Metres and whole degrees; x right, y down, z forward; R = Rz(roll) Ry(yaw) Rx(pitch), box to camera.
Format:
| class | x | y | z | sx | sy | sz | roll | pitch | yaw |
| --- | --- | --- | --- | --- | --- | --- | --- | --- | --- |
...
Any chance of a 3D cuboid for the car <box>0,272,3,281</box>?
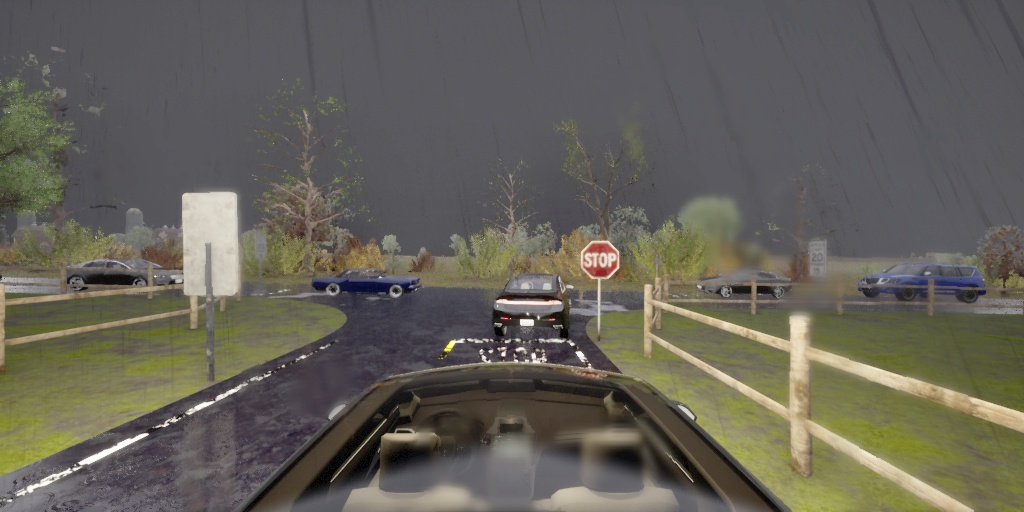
| class | x | y | z | sx | sy | sz | roll | pitch | yaw |
| --- | --- | --- | --- | --- | --- | --- | --- | --- | --- |
| car | -27.784 | 0.717 | 17.280 | 4.674 | 1.442 | 1.812 | 1 | 1 | 0 |

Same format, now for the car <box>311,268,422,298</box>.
| class | x | y | z | sx | sy | sz | roll | pitch | yaw |
| --- | --- | --- | --- | --- | --- | --- | --- | --- | --- |
| car | -6.812 | 1.248 | 17.242 | 4.718 | 1.301 | 1.895 | 1 | 1 | 0 |

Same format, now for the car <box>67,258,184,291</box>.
| class | x | y | z | sx | sy | sz | roll | pitch | yaw |
| --- | --- | --- | --- | --- | --- | --- | --- | --- | --- |
| car | -18.480 | 0.885 | 17.267 | 4.902 | 1.511 | 2.128 | 1 | 1 | 0 |

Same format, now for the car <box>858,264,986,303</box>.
| class | x | y | z | sx | sy | sz | roll | pitch | yaw |
| --- | --- | --- | --- | --- | --- | --- | --- | --- | --- |
| car | 22.911 | 1.466 | 20.138 | 5.566 | 2.045 | 2.150 | 1 | 1 | 0 |

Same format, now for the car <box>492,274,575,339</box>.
| class | x | y | z | sx | sy | sz | roll | pitch | yaw |
| --- | --- | --- | --- | --- | --- | --- | --- | --- | --- |
| car | 0.712 | 1.240 | 10.206 | 2.128 | 1.511 | 4.902 | 0 | 0 | 9 |

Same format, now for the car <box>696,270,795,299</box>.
| class | x | y | z | sx | sy | sz | roll | pitch | yaw |
| --- | --- | --- | --- | --- | --- | --- | --- | --- | --- |
| car | 13.015 | 1.525 | 20.156 | 4.902 | 1.511 | 2.128 | 1 | 1 | 0 |
